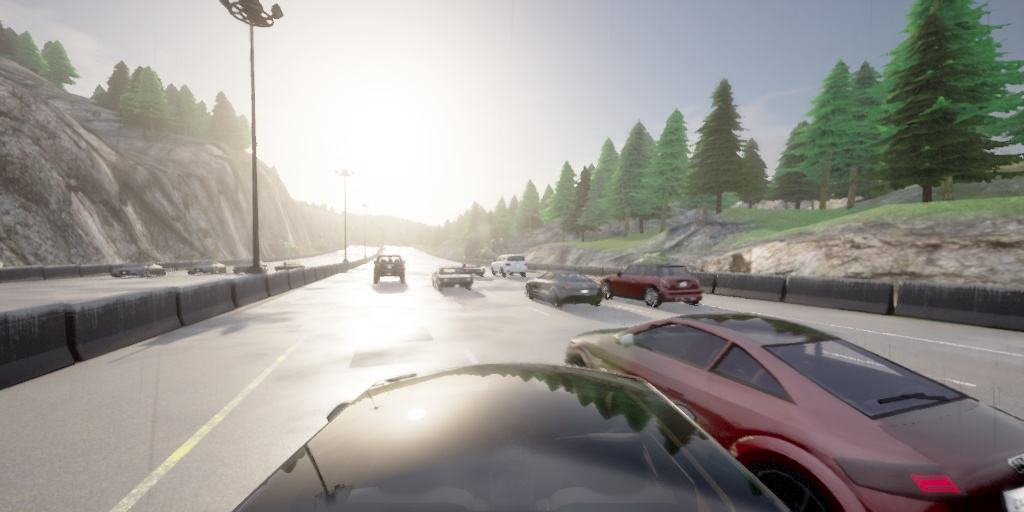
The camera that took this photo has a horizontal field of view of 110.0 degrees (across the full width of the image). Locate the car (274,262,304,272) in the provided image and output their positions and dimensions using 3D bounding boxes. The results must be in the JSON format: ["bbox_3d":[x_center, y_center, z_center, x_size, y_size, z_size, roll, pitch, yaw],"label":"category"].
[{"bbox_3d":[-24.738,1.276,39.871,1.895,1.301,4.718,0,0,-18],"label":"car"}]

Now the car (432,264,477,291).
[{"bbox_3d":[-3.698,1.319,21.546,1.895,1.301,4.718,0,0,-18],"label":"car"}]

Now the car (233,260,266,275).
[{"bbox_3d":[-27.902,1.181,38.286,1.837,1.490,4.892,0,0,-18],"label":"car"}]

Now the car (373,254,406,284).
[{"bbox_3d":[-9.219,0.920,27.028,2.150,2.045,5.566,0,-1,-19],"label":"car"}]

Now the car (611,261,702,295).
[{"bbox_3d":[5.730,1.087,15.427,2.097,1.767,4.553,0,0,-19],"label":"car"}]

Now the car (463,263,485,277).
[{"bbox_3d":[-3.967,1.302,33.391,1.895,1.301,4.718,0,0,-18],"label":"car"}]

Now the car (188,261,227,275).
[{"bbox_3d":[-31.059,1.239,36.668,1.994,1.385,4.181,0,0,-18],"label":"car"}]

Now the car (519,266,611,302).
[{"bbox_3d":[2.076,1.296,15.317,1.994,1.385,4.181,0,0,-19],"label":"car"}]

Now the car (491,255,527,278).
[{"bbox_3d":[-0.357,0.923,33.632,2.150,2.045,5.566,0,0,-18],"label":"car"}]

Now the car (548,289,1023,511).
[{"bbox_3d":[2.202,1.313,3.896,1.994,1.385,4.181,0,0,-18],"label":"car"}]

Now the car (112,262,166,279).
[{"bbox_3d":[-33.222,1.243,32.038,1.994,1.385,4.181,0,0,-18],"label":"car"}]
